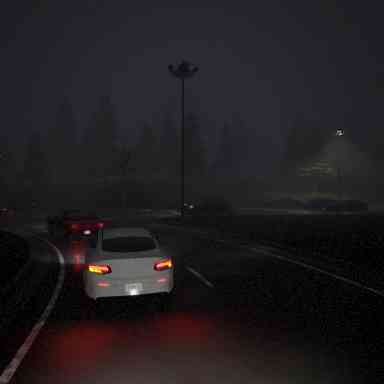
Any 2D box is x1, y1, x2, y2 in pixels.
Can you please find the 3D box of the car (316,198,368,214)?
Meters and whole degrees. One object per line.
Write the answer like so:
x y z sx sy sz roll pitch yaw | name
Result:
16.218 1.491 35.290 4.902 1.511 2.128 0 0 -14 | car

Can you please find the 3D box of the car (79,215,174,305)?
-1.664 1.526 8.124 1.812 1.442 4.674 0 0 -16 | car

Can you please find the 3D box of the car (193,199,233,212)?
2.446 1.564 39.145 4.181 1.385 1.994 0 0 -14 | car

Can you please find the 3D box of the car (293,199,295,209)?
15.992 1.478 42.438 5.008 1.535 1.882 -1 0 -14 | car

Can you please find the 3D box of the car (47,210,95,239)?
-6.180 1.601 17.414 1.895 1.301 4.718 0 0 -35 | car

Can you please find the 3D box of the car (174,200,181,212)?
0.796 1.351 35.141 4.553 1.767 2.097 0 0 -14 | car

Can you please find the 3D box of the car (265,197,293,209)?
12.314 1.477 45.146 5.008 1.535 1.882 0 0 -14 | car

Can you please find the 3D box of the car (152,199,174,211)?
-2.895 1.564 41.449 4.181 1.385 1.994 0 0 -14 | car

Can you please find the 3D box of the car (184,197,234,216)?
1.615 1.351 31.739 4.553 1.767 2.097 0 0 -14 | car

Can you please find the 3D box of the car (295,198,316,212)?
14.994 1.504 38.594 4.892 1.490 1.837 0 0 -14 | car

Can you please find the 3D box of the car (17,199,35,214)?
-18.783 1.491 33.984 4.902 1.511 2.128 0 0 -14 | car

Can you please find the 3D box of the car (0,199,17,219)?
-17.273 1.526 27.145 4.674 1.442 1.812 0 0 -14 | car
